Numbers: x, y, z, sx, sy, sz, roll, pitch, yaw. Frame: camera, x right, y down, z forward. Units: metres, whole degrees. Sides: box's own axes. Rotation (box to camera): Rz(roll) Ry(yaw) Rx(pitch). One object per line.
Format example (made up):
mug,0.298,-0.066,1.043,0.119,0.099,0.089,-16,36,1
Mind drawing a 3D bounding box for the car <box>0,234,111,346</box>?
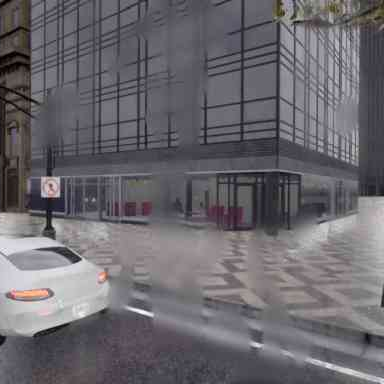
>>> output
car,-3.487,1.524,6.168,4.674,1.442,1.812,0,0,35
